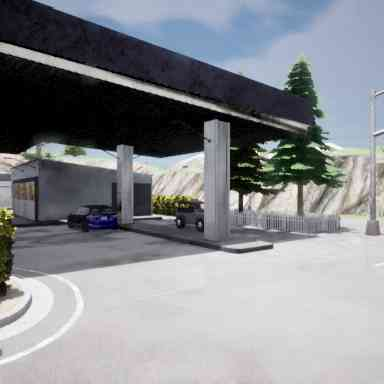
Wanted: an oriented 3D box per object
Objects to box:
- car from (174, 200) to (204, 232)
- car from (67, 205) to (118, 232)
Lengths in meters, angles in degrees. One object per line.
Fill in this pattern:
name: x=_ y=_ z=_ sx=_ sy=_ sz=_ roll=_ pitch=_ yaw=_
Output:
car: x=0.456 y=1.505 z=21.989 sx=1.905 sy=1.878 sz=3.866 roll=0 pitch=0 yaw=-36
car: x=-6.675 y=1.672 z=22.129 sx=2.242 sy=1.667 sz=4.611 roll=0 pitch=0 yaw=-37
